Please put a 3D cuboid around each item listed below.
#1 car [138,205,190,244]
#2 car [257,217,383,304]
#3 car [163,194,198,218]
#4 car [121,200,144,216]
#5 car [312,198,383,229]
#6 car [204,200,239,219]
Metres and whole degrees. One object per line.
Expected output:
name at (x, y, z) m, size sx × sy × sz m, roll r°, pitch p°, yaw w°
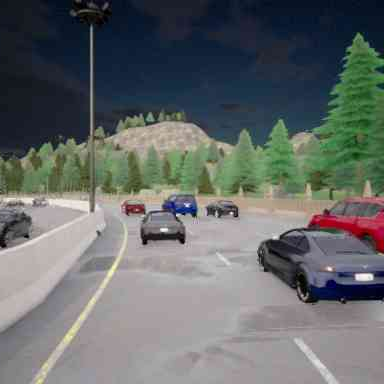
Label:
car at (-1.485, 1.574, 16.074) m, size 1.994 × 1.385 × 4.181 m, roll 0°, pitch 0°, yaw -9°
car at (3.037, 1.555, 8.195) m, size 1.994 × 1.385 × 4.181 m, roll 0°, pitch 0°, yaw -5°
car at (-1.167, 1.233, 30.041) m, size 2.150 × 2.045 × 5.566 m, roll 0°, pitch 0°, yaw -17°
car at (-5.942, 1.508, 33.259) m, size 1.882 × 1.535 × 5.008 m, roll 0°, pitch 0°, yaw -19°
car at (6.220, 1.201, 11.824) m, size 2.150 × 2.045 × 5.566 m, roll 0°, pitch 0°, yaw -6°
car at (2.564, 1.503, 29.604) m, size 1.837 × 1.490 × 4.892 m, roll 0°, pitch 0°, yaw -16°
